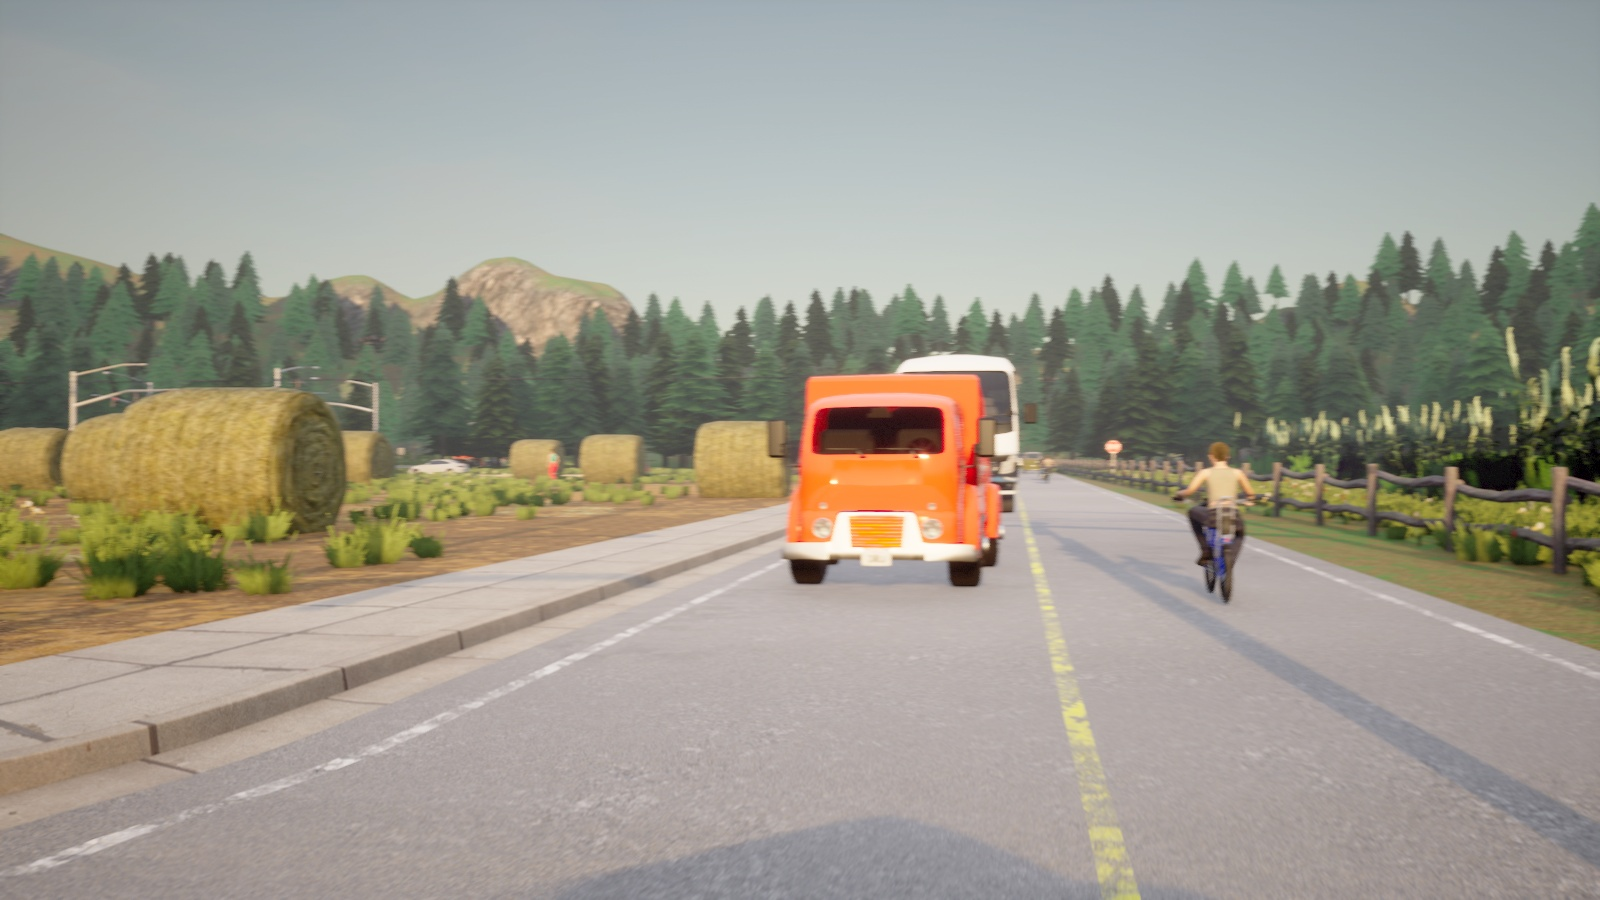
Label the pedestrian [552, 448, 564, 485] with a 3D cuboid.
[{"bbox_3d":[-12.150,0.843,63.162,0.345,1.836,0.594,0,0,-40],"label":"pedestrian"}]

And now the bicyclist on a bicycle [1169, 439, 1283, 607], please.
[{"bbox_3d":[4.335,0.707,12.887,0.866,1.612,1.509,0,0,10],"label":"bicyclist on a bicycle"}]

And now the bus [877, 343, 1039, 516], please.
[{"bbox_3d":[4.760,-0.461,36.122,3.944,4.253,10.273,0,0,10],"label":"bus"}]

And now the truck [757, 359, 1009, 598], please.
[{"bbox_3d":[1.275,0.319,15.774,2.627,2.467,5.204,0,0,10],"label":"truck"}]
